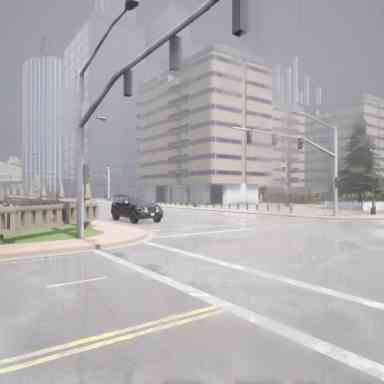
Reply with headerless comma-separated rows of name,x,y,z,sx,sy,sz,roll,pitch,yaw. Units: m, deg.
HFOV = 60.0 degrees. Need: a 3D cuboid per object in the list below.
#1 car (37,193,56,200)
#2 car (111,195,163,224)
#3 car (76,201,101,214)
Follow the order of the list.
car,-21.697,1.223,49.901,2.150,2.045,5.566,0,0,-35
car,-4.349,1.222,25.461,2.150,2.045,5.566,0,0,-35
car,-11.309,1.601,35.227,1.895,1.301,4.718,0,0,-35
